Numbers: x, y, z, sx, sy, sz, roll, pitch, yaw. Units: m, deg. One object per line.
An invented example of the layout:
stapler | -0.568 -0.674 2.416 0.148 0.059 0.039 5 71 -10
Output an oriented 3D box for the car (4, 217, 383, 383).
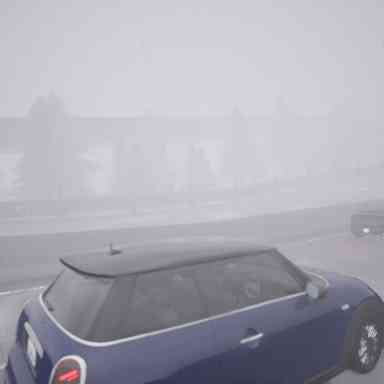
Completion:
car | 0.388 1.334 4.024 4.553 1.767 2.097 -1 0 -35

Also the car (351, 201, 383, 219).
car | 8.692 1.134 14.246 4.892 1.490 1.837 -3 2 -35
